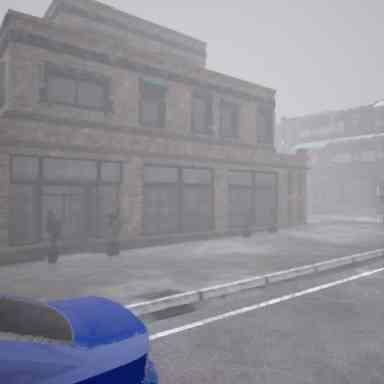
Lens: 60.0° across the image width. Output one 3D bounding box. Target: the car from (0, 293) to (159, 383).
[{"bbox_3d":[-2.600,1.483,1.837,5.008,1.535,1.882,0,0,-36],"label":"car"}]
